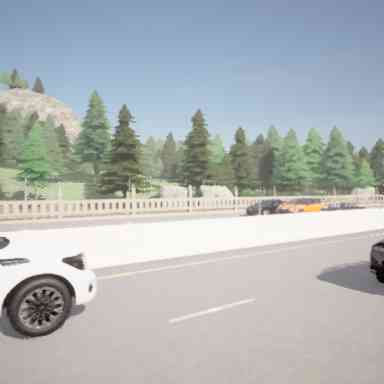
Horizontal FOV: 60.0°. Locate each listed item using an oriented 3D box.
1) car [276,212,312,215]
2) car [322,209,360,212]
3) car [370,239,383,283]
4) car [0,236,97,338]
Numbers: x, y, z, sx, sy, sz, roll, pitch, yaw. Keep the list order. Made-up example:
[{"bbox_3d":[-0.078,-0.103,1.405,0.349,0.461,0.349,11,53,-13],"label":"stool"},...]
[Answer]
[{"bbox_3d":[9.042,1.274,27.538,4.553,1.767,2.097,0,0,-35],"label":"car"},{"bbox_3d":[11.267,1.488,24.826,4.181,1.385,1.994,0,0,-35],"label":"car"},{"bbox_3d":[6.298,1.462,8.202,4.902,1.511,2.128,0,0,-35],"label":"car"},{"bbox_3d":[-4.344,1.222,4.959,5.566,2.045,2.150,-1,0,-35],"label":"car"}]
